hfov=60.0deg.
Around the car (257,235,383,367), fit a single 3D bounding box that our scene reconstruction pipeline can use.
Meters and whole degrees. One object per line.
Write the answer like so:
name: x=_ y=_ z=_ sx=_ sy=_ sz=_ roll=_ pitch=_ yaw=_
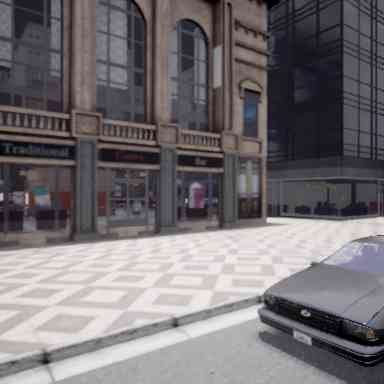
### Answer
car: x=3.634 y=1.534 z=5.934 sx=5.357 sy=1.411 sz=2.033 roll=0 pitch=0 yaw=-35
